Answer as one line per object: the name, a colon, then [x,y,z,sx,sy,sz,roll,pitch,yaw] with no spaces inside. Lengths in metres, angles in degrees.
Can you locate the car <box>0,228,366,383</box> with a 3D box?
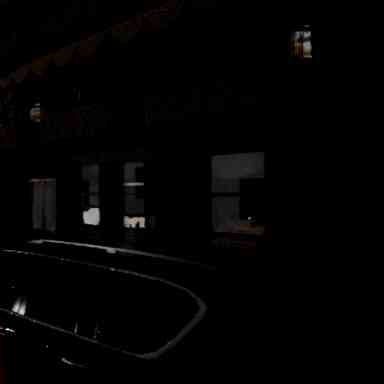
car: [-0.952,1.313,3.407,5.009,1.841,2.192,0,0,36]
